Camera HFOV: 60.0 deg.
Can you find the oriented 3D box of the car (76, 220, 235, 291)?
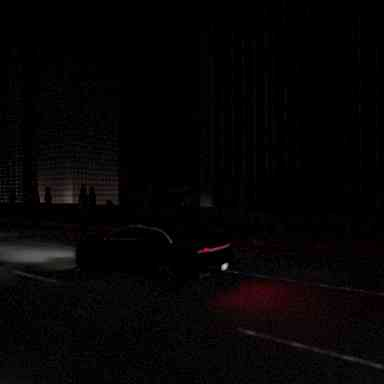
[{"bbox_3d":[-1.203,1.536,9.151,4.902,1.511,2.128,-1,0,36],"label":"car"}]
